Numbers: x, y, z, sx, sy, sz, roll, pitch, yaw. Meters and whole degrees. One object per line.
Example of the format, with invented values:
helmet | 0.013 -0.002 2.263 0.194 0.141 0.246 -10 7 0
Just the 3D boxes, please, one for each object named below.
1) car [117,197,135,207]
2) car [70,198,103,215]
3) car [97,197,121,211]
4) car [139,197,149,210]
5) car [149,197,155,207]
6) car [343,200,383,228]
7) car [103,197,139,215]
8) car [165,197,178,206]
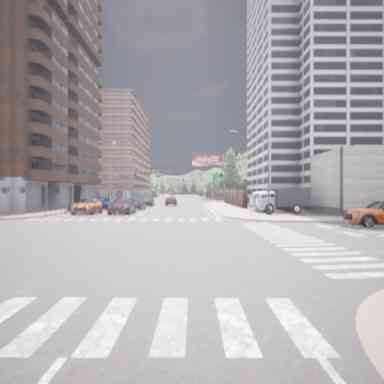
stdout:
car | -10.587 1.522 53.380 1.882 1.535 5.008 0 0 0
car | -10.606 1.380 33.691 2.097 1.767 4.553 0 0 0
car | -10.610 1.513 42.916 1.882 1.535 5.008 0 0 0
car | -7.111 1.541 42.818 1.837 1.490 4.892 0 0 0
car | -7.092 1.522 52.865 1.882 1.535 5.008 0 0 0
car | 12.083 1.314 21.105 4.553 1.767 2.097 0 0 0
car | -7.082 1.380 33.685 2.097 1.767 4.553 0 0 0
car | -3.432 1.551 55.352 1.837 1.490 4.892 0 0 0
